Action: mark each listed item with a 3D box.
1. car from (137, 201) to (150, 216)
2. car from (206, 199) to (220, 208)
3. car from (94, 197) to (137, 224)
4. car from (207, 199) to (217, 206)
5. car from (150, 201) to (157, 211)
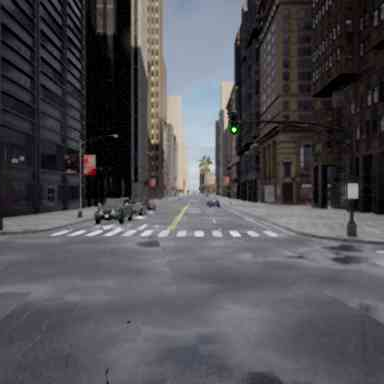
[{"bbox_3d":[-6.227,1.839,37.413,1.837,1.490,4.892,0,0,0],"label":"car"},{"bbox_3d":[3.896,2.003,57.871,1.812,1.442,4.674,0,0,1],"label":"car"},{"bbox_3d":[-6.327,1.477,27.542,2.150,2.045,5.566,0,-1,1],"label":"car"},{"bbox_3d":[3.948,2.080,67.792,1.812,1.442,4.674,0,0,1],"label":"car"},{"bbox_3d":[-6.143,1.979,47.434,1.994,1.385,4.181,0,0,0],"label":"car"}]
